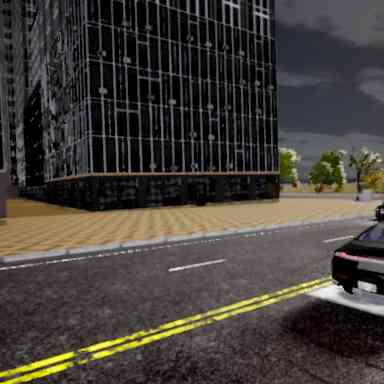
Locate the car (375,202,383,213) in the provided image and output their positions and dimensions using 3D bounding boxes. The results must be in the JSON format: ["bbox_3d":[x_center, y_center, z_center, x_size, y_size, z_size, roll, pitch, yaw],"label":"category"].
[{"bbox_3d":[13.657,0.992,21.402,4.892,1.490,1.837,-1,1,-35],"label":"car"}]

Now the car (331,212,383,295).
[{"bbox_3d":[4.911,1.320,6.972,4.902,1.511,2.128,-2,1,-35],"label":"car"}]
